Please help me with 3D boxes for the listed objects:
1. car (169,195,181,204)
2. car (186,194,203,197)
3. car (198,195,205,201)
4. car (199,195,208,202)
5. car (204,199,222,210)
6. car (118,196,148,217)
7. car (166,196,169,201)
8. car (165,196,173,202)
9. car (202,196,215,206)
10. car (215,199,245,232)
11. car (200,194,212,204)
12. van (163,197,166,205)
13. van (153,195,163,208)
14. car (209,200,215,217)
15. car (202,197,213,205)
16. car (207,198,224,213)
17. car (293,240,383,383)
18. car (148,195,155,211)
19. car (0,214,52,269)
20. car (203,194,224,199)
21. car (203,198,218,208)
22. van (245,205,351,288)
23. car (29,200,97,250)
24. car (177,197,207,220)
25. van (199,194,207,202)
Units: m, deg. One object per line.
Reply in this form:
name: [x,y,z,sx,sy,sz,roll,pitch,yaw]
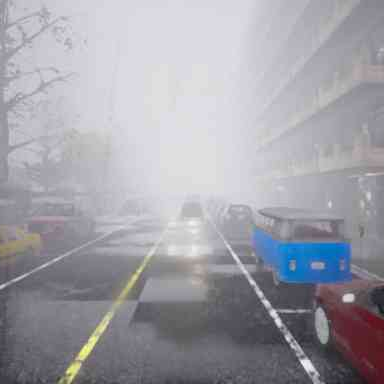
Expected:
car: [-3.014,1.514,66.452,1.882,1.535,5.008,0,0,0]
car: [0.063,1.241,44.749,2.150,2.045,5.566,0,0,0]
car: [2.680,1.653,93.427,2.008,1.369,4.403,0,0,0]
car: [2.683,1.509,76.535,1.967,1.590,4.097,0,0,0]
car: [2.687,1.566,42.755,2.008,1.369,4.403,0,0,0]
car: [-5.692,1.447,31.494,1.967,1.590,4.097,0,0,0]
car: [-5.696,1.588,59.643,2.008,1.369,4.403,0,0,0]
car: [-5.698,1.605,81.995,1.752,1.417,4.829,0,0,0]
car: [2.686,1.469,54.014,1.967,1.590,4.097,0,0,0]
car: [2.690,1.442,20.234,1.967,1.590,4.097,0,0,0]
car: [2.684,1.362,65.275,2.192,1.841,5.009,0,0,0]
van: [-5.694,1.370,54.013,1.690,1.788,3.998,0,0,0]
van: [-5.694,1.363,48.384,1.690,1.788,3.998,0,0,0]
car: [2.689,1.555,25.864,2.008,1.369,4.403,0,0,0]
car: [2.685,1.619,59.645,1.802,1.307,4.206,0,0,0]
car: [2.688,1.552,31.494,1.887,1.381,4.507,0,0,0]
car: [2.692,1.544,3.343,1.887,1.381,4.507,0,0,0]
car: [-5.692,1.451,37.123,1.967,1.590,4.097,0,0,0]
car: [-5.689,1.524,8.803,1.752,1.417,4.829,0,0,0]
car: [2.688,1.326,37.124,2.192,1.841,5.009,0,0,0]
car: [2.686,1.566,48.385,1.887,1.381,4.507,0,0,0]
van: [2.692,1.340,8.974,1.690,1.788,3.998,0,0,0]
car: [-5.690,1.315,14.603,2.192,1.841,5.009,0,0,0]
car: [0.008,1.483,27.749,1.882,1.535,5.008,0,0,0]
van: [2.682,1.421,82.166,1.690,1.788,3.998,0,0,0]
